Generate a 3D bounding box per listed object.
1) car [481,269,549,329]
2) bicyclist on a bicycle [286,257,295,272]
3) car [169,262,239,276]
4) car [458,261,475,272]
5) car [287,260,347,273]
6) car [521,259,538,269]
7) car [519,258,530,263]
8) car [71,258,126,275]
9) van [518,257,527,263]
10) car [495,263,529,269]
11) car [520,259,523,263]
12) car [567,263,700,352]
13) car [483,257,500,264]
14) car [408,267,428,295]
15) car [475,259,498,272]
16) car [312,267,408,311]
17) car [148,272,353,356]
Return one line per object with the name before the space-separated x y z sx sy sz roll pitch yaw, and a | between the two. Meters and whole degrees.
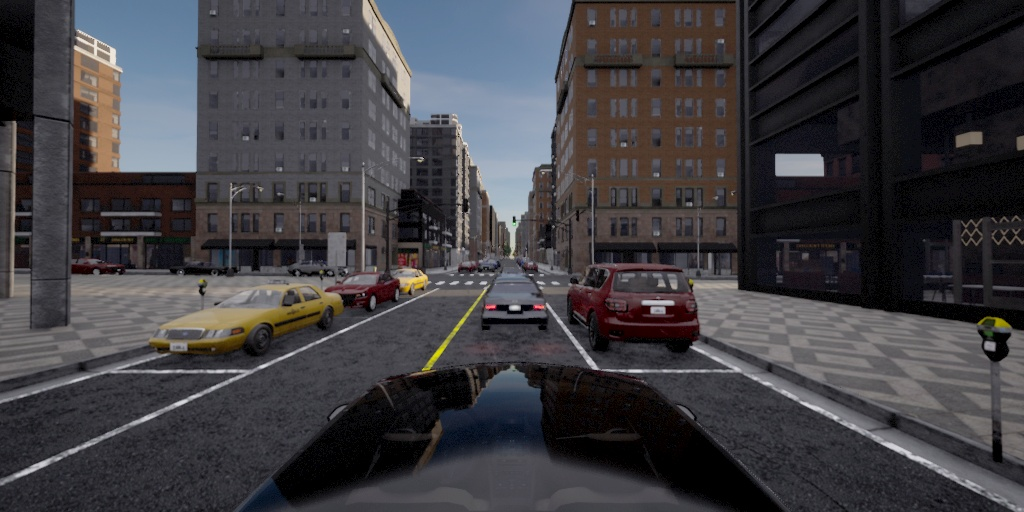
car | 0.057 1.314 11.255 2.033 1.411 5.357 0 0 0
bicyclist on a bicycle | -23.140 0.963 37.543 0.582 1.620 1.656 0 0 0
car | -26.763 1.157 31.311 4.718 1.301 1.895 1 -1 0
car | -6.019 1.375 47.161 1.888 1.381 4.507 0 0 0
car | -16.865 1.137 31.286 4.902 1.511 2.128 1 -1 0
car | 2.507 1.412 47.182 1.802 1.307 4.207 0 0 0
car | 2.467 1.433 58.529 1.802 1.307 4.207 0 0 0
car | -36.857 0.942 31.346 5.008 1.535 1.882 1 -1 0
van | 2.447 1.203 64.202 1.690 1.789 3.998 0 0 0
car | 0.004 1.390 25.223 1.895 1.301 4.718 0 0 0
car | 2.487 1.423 52.856 1.802 1.307 4.207 0 0 0
car | 2.644 1.077 8.914 2.192 1.841 5.009 0 0 0
car | -3.285 1.325 56.527 1.882 1.535 5.008 0 0 0
car | -5.922 1.307 19.972 1.751 1.417 4.829 0 0 0
car | -3.266 1.393 46.494 1.994 1.385 4.181 0 0 -1
car | -5.902 1.317 14.517 1.888 1.381 4.507 0 0 0
car | -5.882 1.288 8.723 1.751 1.417 4.829 0 0 0
